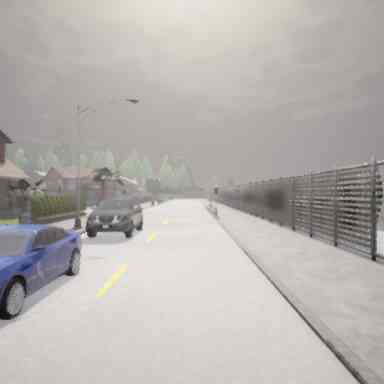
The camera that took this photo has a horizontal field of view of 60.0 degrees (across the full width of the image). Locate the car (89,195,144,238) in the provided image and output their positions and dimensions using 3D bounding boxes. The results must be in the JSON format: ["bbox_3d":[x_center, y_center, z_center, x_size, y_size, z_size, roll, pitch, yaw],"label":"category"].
[{"bbox_3d":[-4.065,1.285,18.500,2.150,2.045,5.566,0,0,0],"label":"car"}]

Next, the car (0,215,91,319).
[{"bbox_3d":[-4.094,1.505,7.613,1.882,1.535,5.008,0,0,0],"label":"car"}]
